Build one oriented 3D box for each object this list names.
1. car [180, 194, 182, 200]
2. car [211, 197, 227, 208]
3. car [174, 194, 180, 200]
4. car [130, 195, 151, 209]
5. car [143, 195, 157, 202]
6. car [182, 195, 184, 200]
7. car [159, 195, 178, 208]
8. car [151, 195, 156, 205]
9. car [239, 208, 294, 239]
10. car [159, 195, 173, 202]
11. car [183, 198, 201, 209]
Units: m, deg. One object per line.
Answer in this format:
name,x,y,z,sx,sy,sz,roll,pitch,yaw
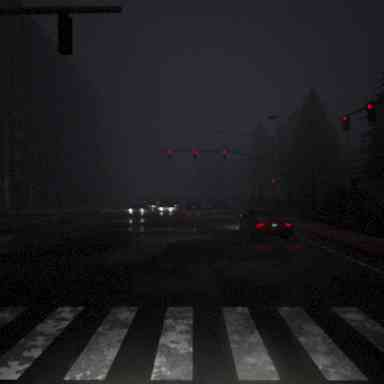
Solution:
car,-4.999,1.355,77.715,2.033,1.411,5.357,0,0,-30
car,3.690,1.418,45.356,1.812,1.442,4.674,0,0,0
car,-3.510,1.414,56.075,2.033,1.411,5.357,0,0,0
car,-6.995,1.421,44.144,1.812,1.442,4.674,0,0,0
car,-8.753,1.359,69.025,1.812,1.442,4.674,0,0,-19
car,-3.868,1.304,82.548,1.837,1.490,4.892,0,0,-37
car,-3.487,1.452,46.870,1.994,1.385,4.181,0,0,0
car,-7.050,1.348,54.670,1.882,1.535,5.008,0,0,-1
car,3.632,1.509,17.096,2.033,1.411,5.357,0,0,0
car,-5.551,1.356,70.448,1.812,1.442,4.674,0,0,-19
car,0.184,1.499,42.783,1.895,1.301,4.718,0,0,0
